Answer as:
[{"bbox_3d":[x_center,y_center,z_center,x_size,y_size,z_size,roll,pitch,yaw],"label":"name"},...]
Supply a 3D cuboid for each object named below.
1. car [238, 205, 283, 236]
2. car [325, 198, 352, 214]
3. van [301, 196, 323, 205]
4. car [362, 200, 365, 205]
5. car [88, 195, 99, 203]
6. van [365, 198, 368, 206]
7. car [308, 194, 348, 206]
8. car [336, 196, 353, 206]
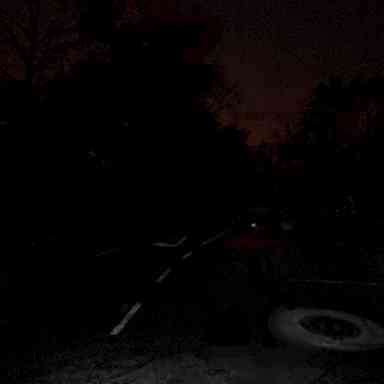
[{"bbox_3d":[3.916,1.478,18.616,1.882,1.535,5.008,0,0,21],"label":"car"},{"bbox_3d":[15.899,1.645,35.942,1.895,1.301,4.718,1,0,28],"label":"car"},{"bbox_3d":[26.962,1.874,74.643,4.442,1.987,1.878,0,-2,11],"label":"van"},{"bbox_3d":[38.229,1.942,68.927,4.553,1.767,2.185,0,-2,10],"label":"car"},{"bbox_3d":[-19.125,1.257,63.315,2.097,1.767,4.553,1,-1,-6],"label":"car"},{"bbox_3d":[37.594,1.761,65.959,4.442,1.987,1.878,0,-1,10],"label":"van"},{"bbox_3d":[23.871,1.450,58.302,5.566,2.045,2.435,0,-1,10],"label":"car"},{"bbox_3d":[30.581,1.801,66.857,2.097,1.767,4.553,0,-1,10],"label":"car"}]
